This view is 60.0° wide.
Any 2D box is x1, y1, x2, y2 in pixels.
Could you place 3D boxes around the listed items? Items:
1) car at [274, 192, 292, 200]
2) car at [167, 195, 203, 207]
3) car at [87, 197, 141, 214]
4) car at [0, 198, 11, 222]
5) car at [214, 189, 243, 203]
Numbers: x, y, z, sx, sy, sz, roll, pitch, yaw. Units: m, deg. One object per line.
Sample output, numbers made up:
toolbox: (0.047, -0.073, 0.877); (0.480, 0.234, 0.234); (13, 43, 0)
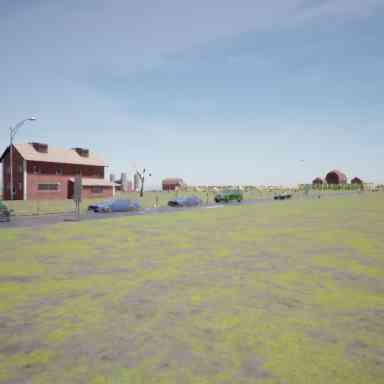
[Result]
car: (16.271, 0.729, 59.204); (1.895, 1.301, 4.718); (1, 1, 36)
car: (-0.729, 1.031, 40.703); (2.033, 1.411, 5.357); (1, 1, 35)
car: (-7.282, 1.197, 31.638); (2.033, 1.411, 5.357); (1, 1, 36)
car: (-14.498, 1.181, 21.643); (2.097, 1.767, 4.553); (1, 1, 36)
car: (5.455, 0.544, 49.169); (2.150, 2.045, 5.566); (1, 2, 37)
